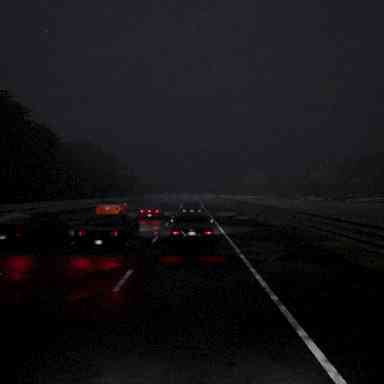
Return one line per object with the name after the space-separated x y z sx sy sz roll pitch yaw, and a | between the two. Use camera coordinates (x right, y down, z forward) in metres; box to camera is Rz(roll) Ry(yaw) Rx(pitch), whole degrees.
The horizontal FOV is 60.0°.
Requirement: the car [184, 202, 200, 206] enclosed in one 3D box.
0.000 1.582 29.650 2.033 1.411 5.357 0 0 0 | car

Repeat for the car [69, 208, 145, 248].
-3.493 1.609 14.683 1.895 1.301 4.718 1 0 0 | car

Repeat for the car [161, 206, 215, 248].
0.000 1.568 14.649 2.033 1.411 5.357 0 0 0 | car

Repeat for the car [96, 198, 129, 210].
-7.000 1.384 29.620 2.097 1.767 4.553 0 0 0 | car

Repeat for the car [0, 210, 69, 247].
-6.997 1.515 14.652 1.812 1.442 4.674 0 0 0 | car

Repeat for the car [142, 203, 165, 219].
-3.500 1.635 29.680 1.895 1.301 4.718 0 0 0 | car
